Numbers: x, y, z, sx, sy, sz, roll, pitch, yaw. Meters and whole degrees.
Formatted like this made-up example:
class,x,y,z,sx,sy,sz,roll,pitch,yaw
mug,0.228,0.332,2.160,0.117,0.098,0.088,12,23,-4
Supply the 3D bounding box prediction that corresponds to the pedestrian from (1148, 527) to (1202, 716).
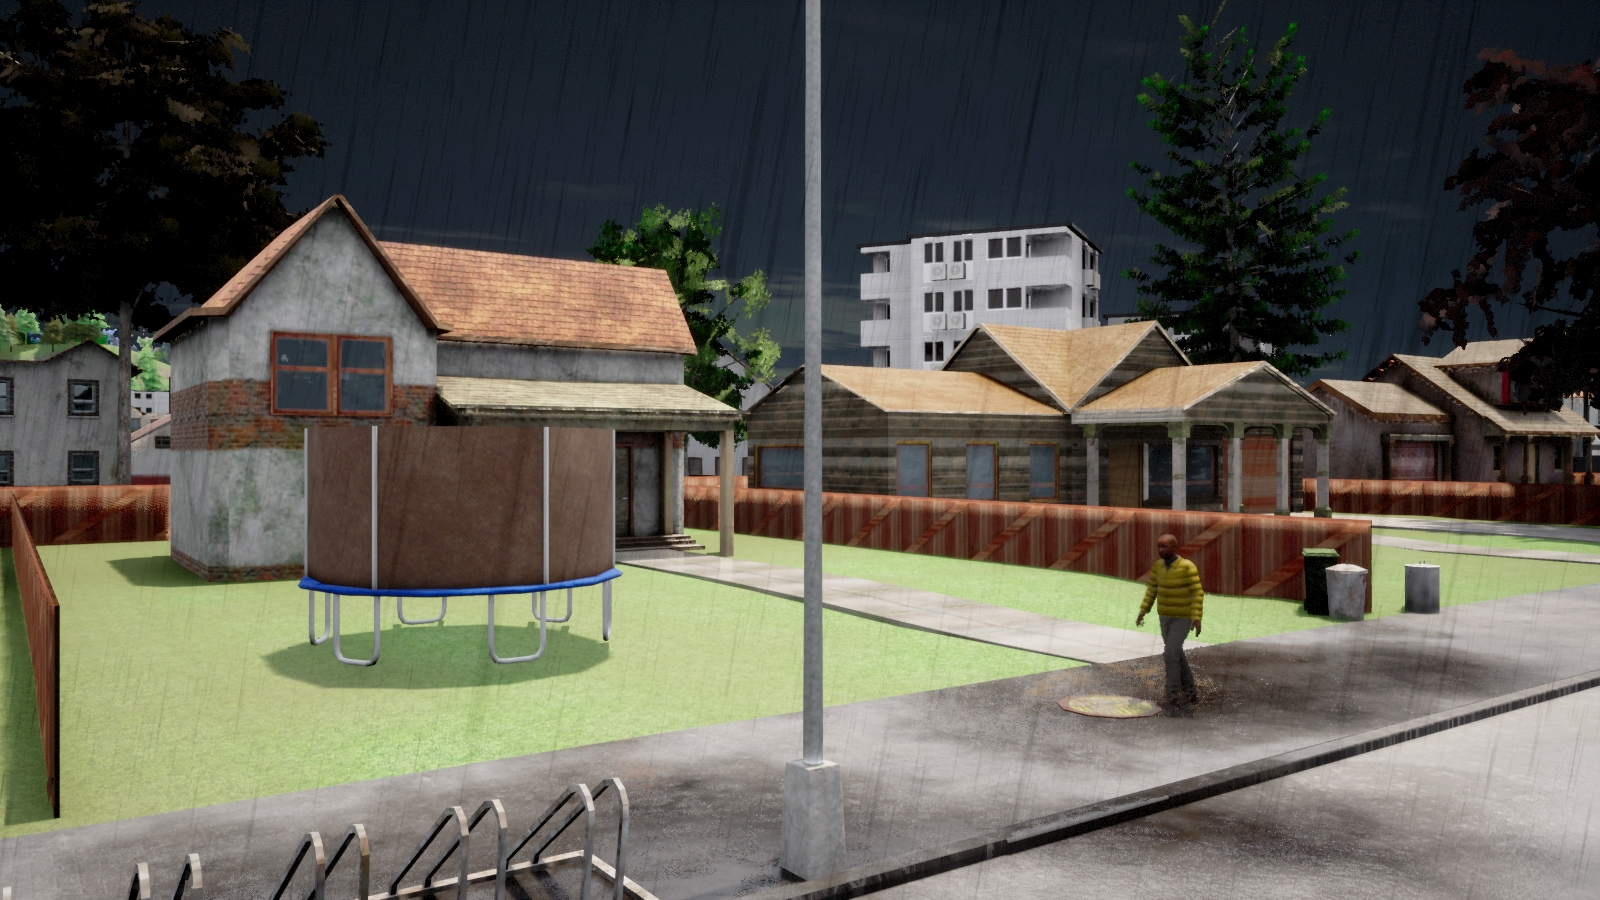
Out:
class,x,y,z,sx,sy,sz,roll,pitch,yaw
pedestrian,3.858,1.746,11.770,0.375,1.860,0.375,0,0,-32
